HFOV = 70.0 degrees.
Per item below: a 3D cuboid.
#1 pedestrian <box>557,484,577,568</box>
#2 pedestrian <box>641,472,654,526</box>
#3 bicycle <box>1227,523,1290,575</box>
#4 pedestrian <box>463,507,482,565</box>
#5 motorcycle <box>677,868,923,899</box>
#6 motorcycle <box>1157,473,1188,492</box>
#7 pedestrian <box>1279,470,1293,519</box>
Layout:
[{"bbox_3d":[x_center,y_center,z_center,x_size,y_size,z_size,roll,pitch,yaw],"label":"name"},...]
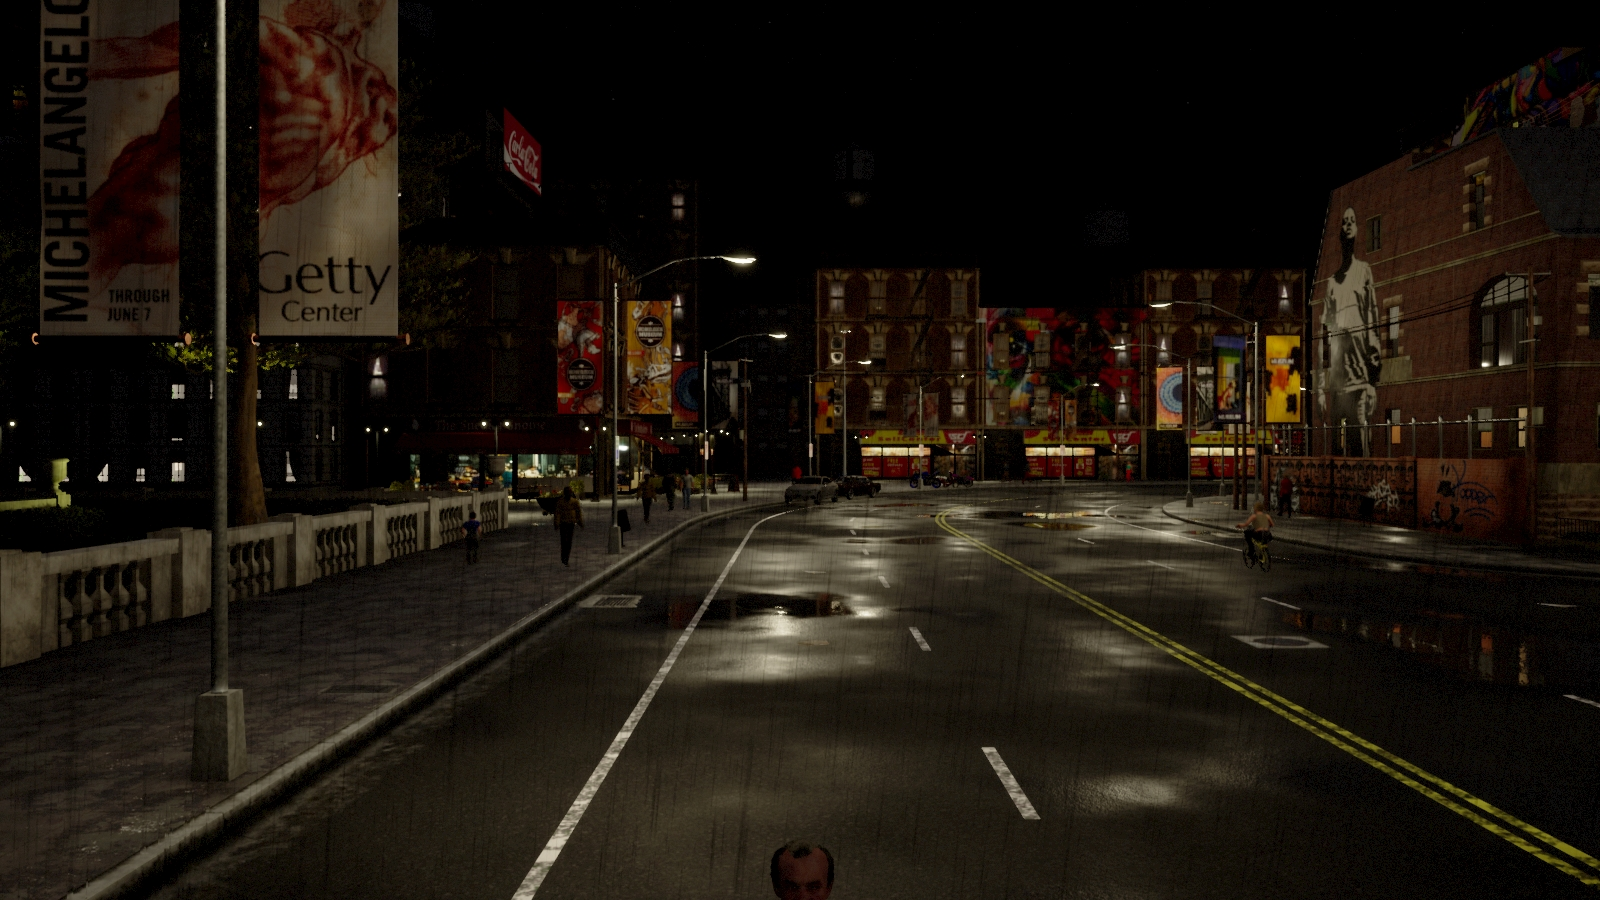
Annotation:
[{"bbox_3d":[-5.235,1.696,25.657,0.375,1.860,0.375,0,0,-20],"label":"pedestrian"},{"bbox_3d":[-5.275,1.696,39.458,0.375,1.860,0.375,0,0,6],"label":"pedestrian"},{"bbox_3d":[10.525,2.256,26.294,0.859,1.080,1.487,0,0,0],"label":"bicycle"},{"bbox_3d":[-7.574,1.978,26.420,0.375,1.300,0.375,0,0,-7],"label":"pedestrian"},{"bbox_3d":[-0.002,2.182,3.374,0.856,1.236,1.805,0,0,0],"label":"motorcycle"},{"bbox_3d":[25.143,2.182,77.099,1.805,1.236,0.856,0,0,0],"label":"motorcycle"},{"bbox_3d":[18.614,1.696,43.741,0.375,1.860,0.375,0,0,1],"label":"pedestrian"}]
